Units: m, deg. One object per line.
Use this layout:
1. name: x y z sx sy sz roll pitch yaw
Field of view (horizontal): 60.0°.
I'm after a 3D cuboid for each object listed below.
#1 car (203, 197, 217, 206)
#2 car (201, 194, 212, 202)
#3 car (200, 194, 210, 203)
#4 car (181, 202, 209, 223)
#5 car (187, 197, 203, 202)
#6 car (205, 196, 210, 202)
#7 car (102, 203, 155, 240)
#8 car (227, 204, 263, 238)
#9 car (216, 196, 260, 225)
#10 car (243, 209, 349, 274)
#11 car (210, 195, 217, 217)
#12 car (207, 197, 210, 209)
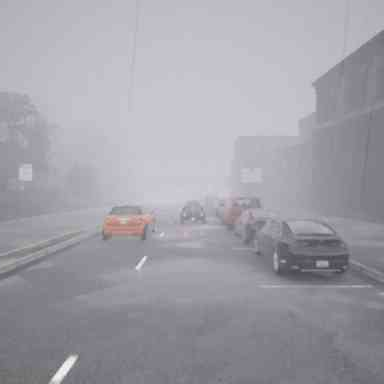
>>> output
1. car: 3.195 1.714 60.358 2.231 1.521 4.892 0 0 0
2. car: 3.198 1.441 54.868 2.435 2.045 5.566 0 0 0
3. car: 3.183 1.547 82.493 2.435 2.045 5.566 0 0 0
4. car: 0.087 1.703 26.479 1.895 1.301 4.718 0 0 0
5. car: 0.080 1.664 41.462 1.837 1.490 4.892 0 -1 0
6. car: 3.259 1.657 45.447 2.231 1.521 4.892 0 0 1
7. car: -3.158 1.420 17.465 2.097 1.767 4.553 0 0 0
8. car: 3.220 1.544 16.159 2.231 1.521 4.892 0 0 0
9. car: 3.215 1.314 21.843 2.435 2.045 5.566 0 0 0
10. car: 3.220 1.523 10.632 2.231 1.521 4.892 0 0 0
11. car: 3.209 1.482 32.833 2.185 1.767 4.553 0 0 0
12. car: 3.207 1.626 38.575 1.946 1.575 5.366 0 0 0
